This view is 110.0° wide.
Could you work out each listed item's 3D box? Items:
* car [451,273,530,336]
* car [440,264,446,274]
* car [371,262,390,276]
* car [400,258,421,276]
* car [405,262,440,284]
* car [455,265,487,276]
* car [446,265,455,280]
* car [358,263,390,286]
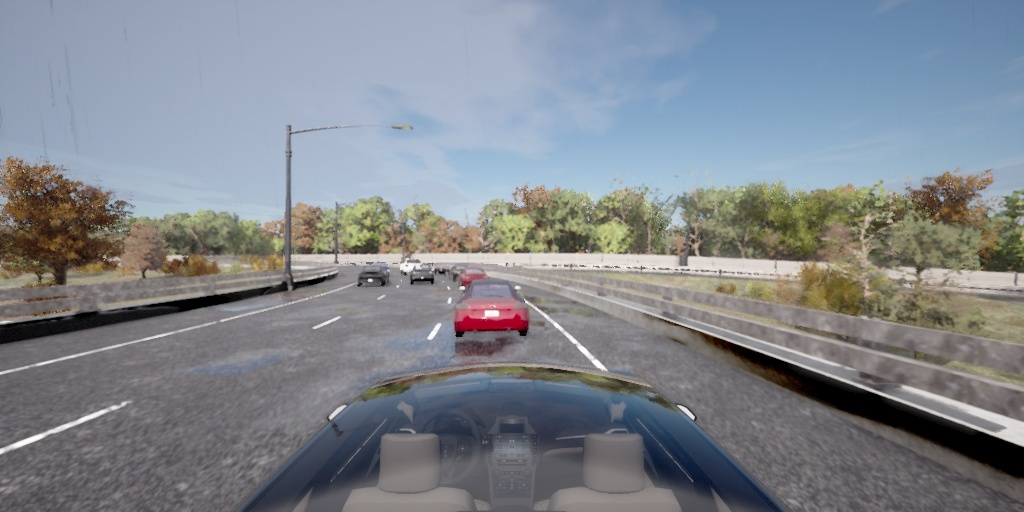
[{"bbox_3d":[-0.640,1.381,10.729,1.994,1.385,4.181,0,0,-4],"label":"car"},{"bbox_3d":[-8.361,1.666,43.246,1.895,1.301,4.718,0,0,-21],"label":"car"},{"bbox_3d":[-15.752,1.547,42.759,1.882,1.535,5.008,0,-1,-23],"label":"car"},{"bbox_3d":[-12.377,1.298,43.848,2.150,2.045,5.566,0,0,-23],"label":"car"},{"bbox_3d":[-7.345,1.452,29.231,2.128,1.511,4.902,0,0,-15],"label":"car"},{"bbox_3d":[-2.599,1.442,23.817,1.812,1.442,4.674,0,0,-12],"label":"car"},{"bbox_3d":[-4.654,1.509,32.536,1.812,1.442,4.674,0,0,-15],"label":"car"},{"bbox_3d":[-10.516,1.456,27.437,1.837,1.490,4.892,0,0,-14],"label":"car"}]
